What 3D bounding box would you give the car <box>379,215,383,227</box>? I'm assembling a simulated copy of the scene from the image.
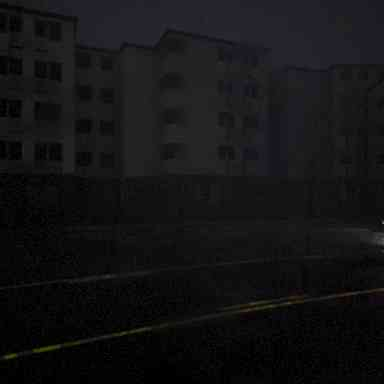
[{"bbox_3d":[12.902,1.431,18.407,4.892,1.490,1.837,0,0,-6],"label":"car"}]
